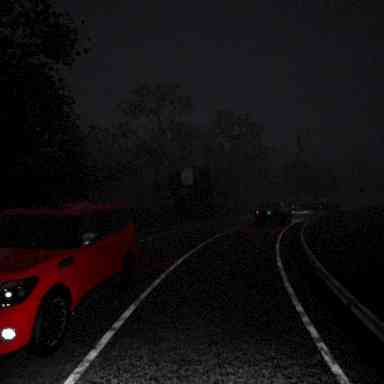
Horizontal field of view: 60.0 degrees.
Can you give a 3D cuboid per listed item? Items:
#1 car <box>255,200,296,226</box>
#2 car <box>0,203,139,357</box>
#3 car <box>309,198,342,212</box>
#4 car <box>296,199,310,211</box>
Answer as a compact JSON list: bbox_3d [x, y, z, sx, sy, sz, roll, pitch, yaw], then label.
[{"bbox_3d":[6.054,1.444,24.459,2.097,1.767,4.553,-2,-1,23],"label":"car"},{"bbox_3d":[-2.723,1.266,6.547,2.150,2.045,5.566,0,-1,8],"label":"car"},{"bbox_3d":[16.277,1.480,39.720,1.882,1.535,5.008,-5,-3,41],"label":"car"},{"bbox_3d":[14.810,1.713,43.271,1.837,1.490,4.892,-5,-3,44],"label":"car"}]
